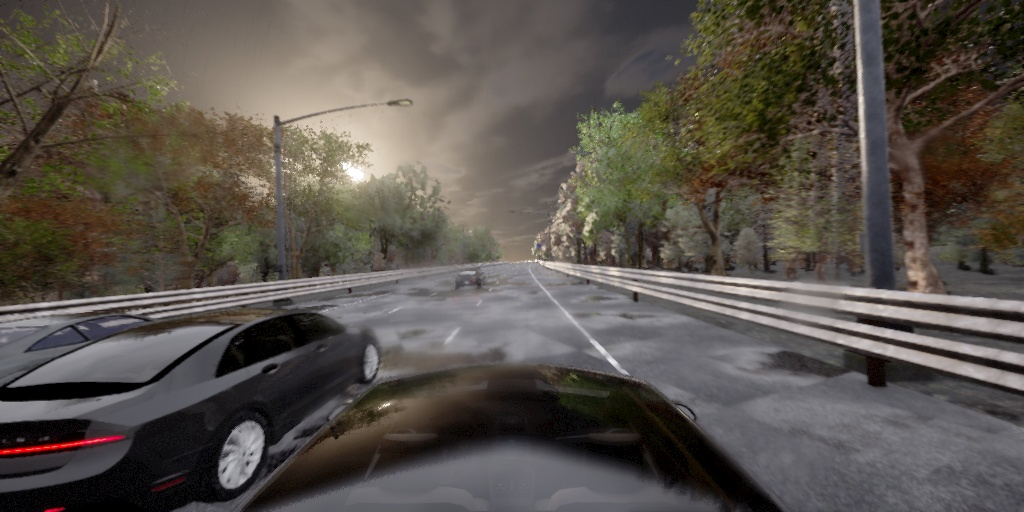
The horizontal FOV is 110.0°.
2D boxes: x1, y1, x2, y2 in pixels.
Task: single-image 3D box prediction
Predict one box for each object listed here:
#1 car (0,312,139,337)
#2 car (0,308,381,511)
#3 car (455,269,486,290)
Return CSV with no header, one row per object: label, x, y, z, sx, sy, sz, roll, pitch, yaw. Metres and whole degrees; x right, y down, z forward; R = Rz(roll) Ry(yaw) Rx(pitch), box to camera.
car,-6.816,1.605,5.801,1.994,1.385,4.181,-2,-3,1
car,-3.294,1.420,4.573,1.837,1.490,4.892,-2,-1,0
car,-3.038,1.654,26.611,1.812,1.442,4.674,-2,-1,1
